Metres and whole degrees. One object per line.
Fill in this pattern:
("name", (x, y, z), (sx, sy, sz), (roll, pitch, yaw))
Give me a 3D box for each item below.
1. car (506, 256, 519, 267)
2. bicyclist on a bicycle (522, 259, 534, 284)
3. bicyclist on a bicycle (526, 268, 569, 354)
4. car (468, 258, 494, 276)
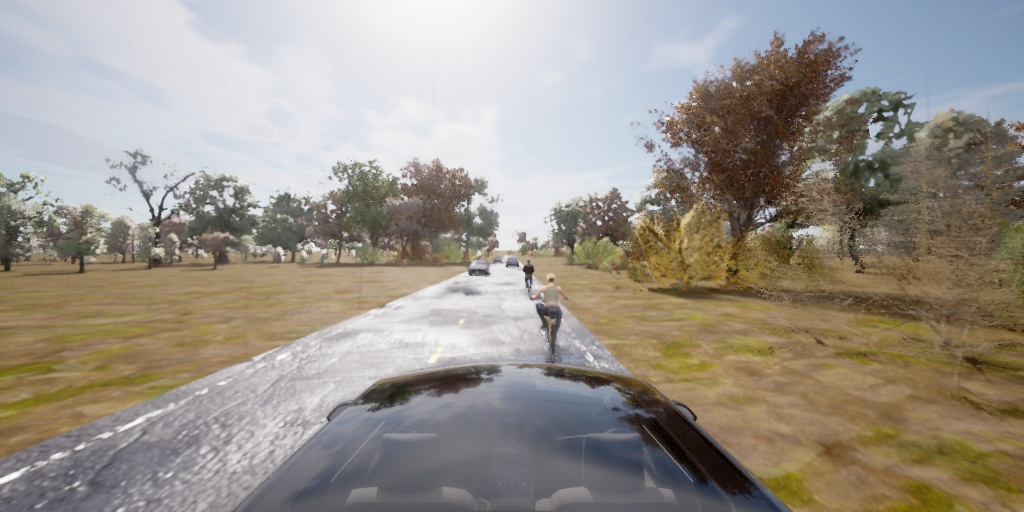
("car", (0.093, 0.995, 56.809), (1.994, 1.385, 4.181), (0, 0, 0))
("bicyclist on a bicycle", (0.825, 1.034, 17.808), (0.659, 1.776, 1.843), (0, 1, 0))
("bicyclist on a bicycle", (0.815, 1.155, 7.646), (0.866, 1.612, 1.509), (0, 0, 0))
("car", (-3.101, 1.115, 34.610), (2.033, 1.411, 5.357), (0, 0, 0))
